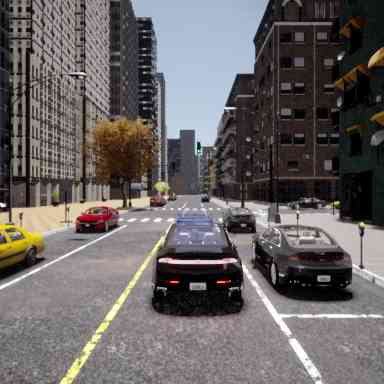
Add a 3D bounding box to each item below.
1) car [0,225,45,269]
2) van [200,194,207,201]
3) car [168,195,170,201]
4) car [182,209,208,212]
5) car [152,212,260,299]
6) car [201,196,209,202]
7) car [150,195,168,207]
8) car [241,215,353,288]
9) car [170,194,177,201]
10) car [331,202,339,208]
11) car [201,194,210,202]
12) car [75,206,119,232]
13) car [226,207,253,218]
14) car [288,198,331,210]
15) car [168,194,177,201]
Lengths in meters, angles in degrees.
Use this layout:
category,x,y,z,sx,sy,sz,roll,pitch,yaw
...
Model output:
category,x,y,z,sx,sy,sz,roll,pitch,yaw
car,-5.655,1.526,8.897,1.752,1.417,4.829,0,0,0
van,3.054,1.424,85.622,1.690,1.788,3.998,0,0,0
car,-5.445,1.607,58.043,1.947,1.339,4.313,0,0,0
car,0.155,1.605,18.595,1.895,1.301,4.718,0,0,1
car,0.124,1.492,8.431,2.128,1.511,4.902,0,0,0
car,3.031,1.598,80.268,1.752,1.417,4.829,0,0,0
car,-5.469,1.349,52.520,2.192,1.841,5.009,0,0,0
car,2.725,1.551,9.030,2.008,1.369,4.403,0,0,0
car,-5.327,1.649,85.658,1.947,1.339,4.313,0,0,0
car,18.990,1.259,39.487,4.829,1.417,1.752,-1,1,0
car,3.007,1.629,74.575,1.947,1.339,4.313,0,0,0
car,-5.607,1.549,20.132,1.887,1.381,4.507,0,0,0
car,2.773,1.555,20.096,2.008,1.369,4.403,0,0,0
car,13.593,1.359,39.456,4.403,1.369,2.008,-1,1,0
car,-5.304,1.409,91.180,2.192,1.841,5.009,0,0,0
